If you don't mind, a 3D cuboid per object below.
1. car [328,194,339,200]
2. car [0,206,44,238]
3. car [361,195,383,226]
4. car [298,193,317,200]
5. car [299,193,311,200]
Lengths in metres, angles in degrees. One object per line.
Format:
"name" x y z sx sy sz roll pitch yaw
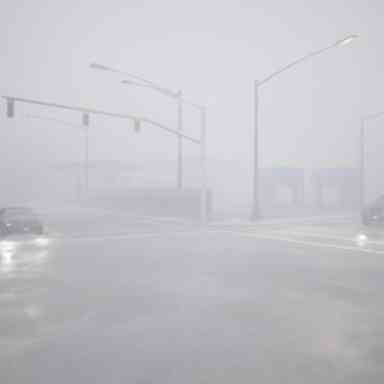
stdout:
"car" 36.413 1.195 83.010 2.097 1.767 4.553 0 0 -37
"car" -9.430 1.523 17.903 1.812 1.442 4.674 0 1 -38
"car" 13.510 1.213 22.238 5.566 2.045 2.150 0 0 -37
"car" 31.207 1.167 89.956 2.097 1.767 4.553 0 0 -37
"car" 29.531 1.177 86.359 2.097 1.767 4.553 0 0 -37
